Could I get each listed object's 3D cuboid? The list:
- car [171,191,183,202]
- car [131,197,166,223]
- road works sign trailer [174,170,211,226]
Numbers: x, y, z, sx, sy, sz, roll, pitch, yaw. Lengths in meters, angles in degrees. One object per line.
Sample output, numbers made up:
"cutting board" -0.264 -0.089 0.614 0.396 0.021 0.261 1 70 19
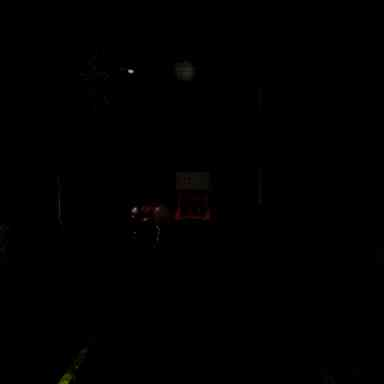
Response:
"car" -2.913 0.908 65.768 2.150 2.045 5.566 0 1 0
"car" -3.064 1.207 24.082 2.097 1.767 4.553 0 0 0
"road works sign trailer" 0.032 0.332 22.003 2.380 3.560 2.880 0 0 0
